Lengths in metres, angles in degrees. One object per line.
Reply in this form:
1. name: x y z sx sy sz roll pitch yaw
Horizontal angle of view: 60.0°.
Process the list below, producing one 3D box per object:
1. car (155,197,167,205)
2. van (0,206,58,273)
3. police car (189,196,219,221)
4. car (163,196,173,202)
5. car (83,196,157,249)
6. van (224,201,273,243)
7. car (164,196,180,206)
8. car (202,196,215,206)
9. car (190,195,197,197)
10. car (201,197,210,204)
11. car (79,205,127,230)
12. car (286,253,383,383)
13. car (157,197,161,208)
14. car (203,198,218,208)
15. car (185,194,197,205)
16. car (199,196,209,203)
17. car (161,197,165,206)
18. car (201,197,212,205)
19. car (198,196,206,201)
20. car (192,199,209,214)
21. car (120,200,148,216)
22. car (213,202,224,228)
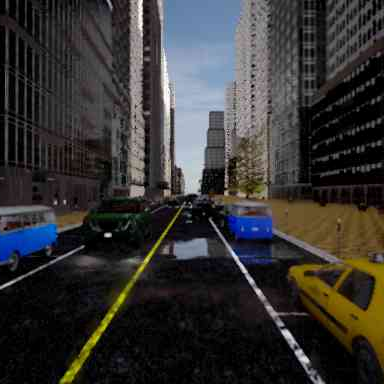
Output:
1. car: -5.679 1.617 61.584 1.887 1.381 4.507 0 0 0
2. van: -5.681 1.352 10.382 1.690 1.788 3.998 0 0 0
3. police car: 0.903 1.456 27.796 1.930 1.638 5.238 0 0 0
4. car: -5.677 1.640 78.652 1.887 1.381 4.507 0 0 0
5. car: -3.100 1.237 15.007 2.150 2.045 5.566 0 0 0
6. van: 2.700 1.358 16.051 1.690 1.788 3.998 0 0 0
7. car: -3.057 1.628 55.740 1.994 1.385 4.181 0 0 0
8. car: 2.701 1.505 55.872 1.967 1.590 4.097 0 0 0
9. car: 0.903 1.554 43.687 1.837 1.490 4.892 0 0 0
10. car: 2.702 1.661 67.251 1.802 1.307 4.206 0 0 0
11. car: -5.682 1.589 21.761 1.947 1.339 4.313 0 0 0
12. car: 2.697 1.531 4.842 1.752 1.417 4.829 0 0 0
13. car: -5.679 1.490 44.518 1.967 1.590 4.097 0 0 0
14. car: 2.701 1.608 50.184 2.008 1.369 4.403 0 0 0
15. car: 0.006 1.290 60.840 2.150 2.045 5.566 0 0 0
16. car: 2.703 1.638 72.939 2.008 1.369 4.403 0 0 0
17. car: -5.680 1.615 55.895 2.008 1.369 4.403 0 0 0
18. car: 2.702 1.616 61.561 1.887 1.381 4.507 0 0 0
19. car: 2.704 1.679 90.005 1.947 1.339 4.313 0 0 0
20. car: 0.903 1.547 37.687 1.837 1.490 4.892 0 0 0
21. car: -5.681 1.587 33.139 2.008 1.369 4.403 0 0 0
22. car: 2.698 1.574 21.739 2.008 1.369 4.403 0 0 0
